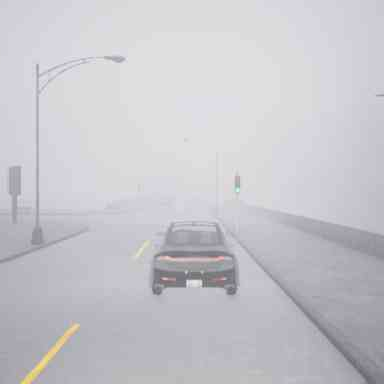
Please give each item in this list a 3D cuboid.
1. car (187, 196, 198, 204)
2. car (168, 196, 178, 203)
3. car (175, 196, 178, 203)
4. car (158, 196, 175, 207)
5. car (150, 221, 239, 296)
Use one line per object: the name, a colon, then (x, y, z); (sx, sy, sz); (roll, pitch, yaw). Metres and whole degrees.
car: (0.073, 1.525, 61.456); (1.812, 1.442, 4.674); (0, 0, 0)
car: (-4.029, 1.552, 70.343); (1.994, 1.385, 4.181); (0, 0, 0)
car: (-4.094, 1.601, 60.526); (1.895, 1.301, 4.718); (0, 0, 0)
car: (-4.118, 1.547, 50.860); (2.033, 1.411, 5.357); (0, 0, 0)
car: (0.060, 1.492, 8.634); (2.128, 1.511, 4.902); (0, 0, 0)
